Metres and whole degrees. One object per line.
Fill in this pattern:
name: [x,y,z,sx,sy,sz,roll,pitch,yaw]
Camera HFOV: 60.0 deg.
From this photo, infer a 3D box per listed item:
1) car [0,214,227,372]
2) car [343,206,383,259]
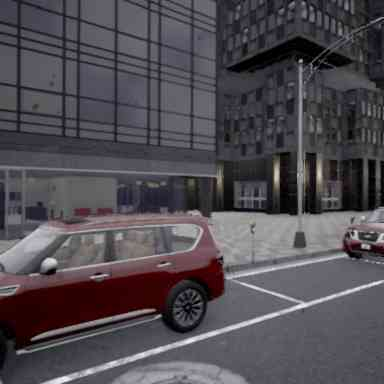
car: [-1.696,1.327,5.322,5.009,1.841,2.192,1,0,-35]
car: [7.494,1.410,11.860,5.009,1.841,2.192,1,0,-35]
